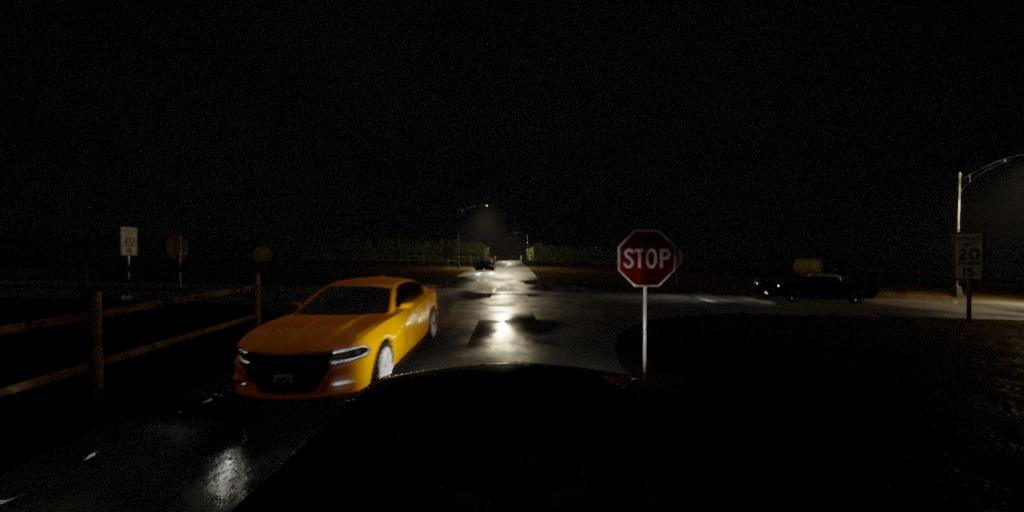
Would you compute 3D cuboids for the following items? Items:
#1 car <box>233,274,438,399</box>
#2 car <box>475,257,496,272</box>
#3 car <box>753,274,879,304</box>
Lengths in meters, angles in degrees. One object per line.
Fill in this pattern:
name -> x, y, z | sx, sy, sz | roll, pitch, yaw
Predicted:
car -> -2.732, 1.157, 6.777 | 1.882, 1.535, 5.008 | 0, 1, 0
car -> -2.635, 0.842, 36.580 | 2.033, 1.411, 5.357 | 0, 1, 0
car -> 14.459, 1.505, 17.288 | 4.718, 1.301, 1.895 | 1, 0, 0
